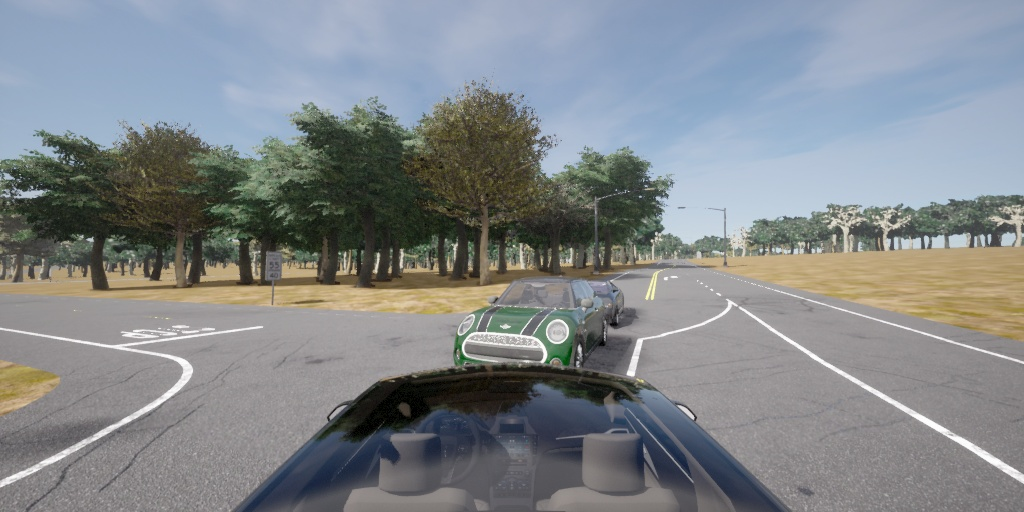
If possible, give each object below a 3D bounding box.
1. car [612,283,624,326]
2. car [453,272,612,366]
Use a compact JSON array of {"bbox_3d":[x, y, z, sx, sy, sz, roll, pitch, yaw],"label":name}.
[{"bbox_3d":[2.891,1.555,12.923,1.994,1.385,4.181,-2,0,22],"label":"car"},{"bbox_3d":[0.672,1.223,7.488,2.097,1.767,4.553,-1,-2,22],"label":"car"}]
